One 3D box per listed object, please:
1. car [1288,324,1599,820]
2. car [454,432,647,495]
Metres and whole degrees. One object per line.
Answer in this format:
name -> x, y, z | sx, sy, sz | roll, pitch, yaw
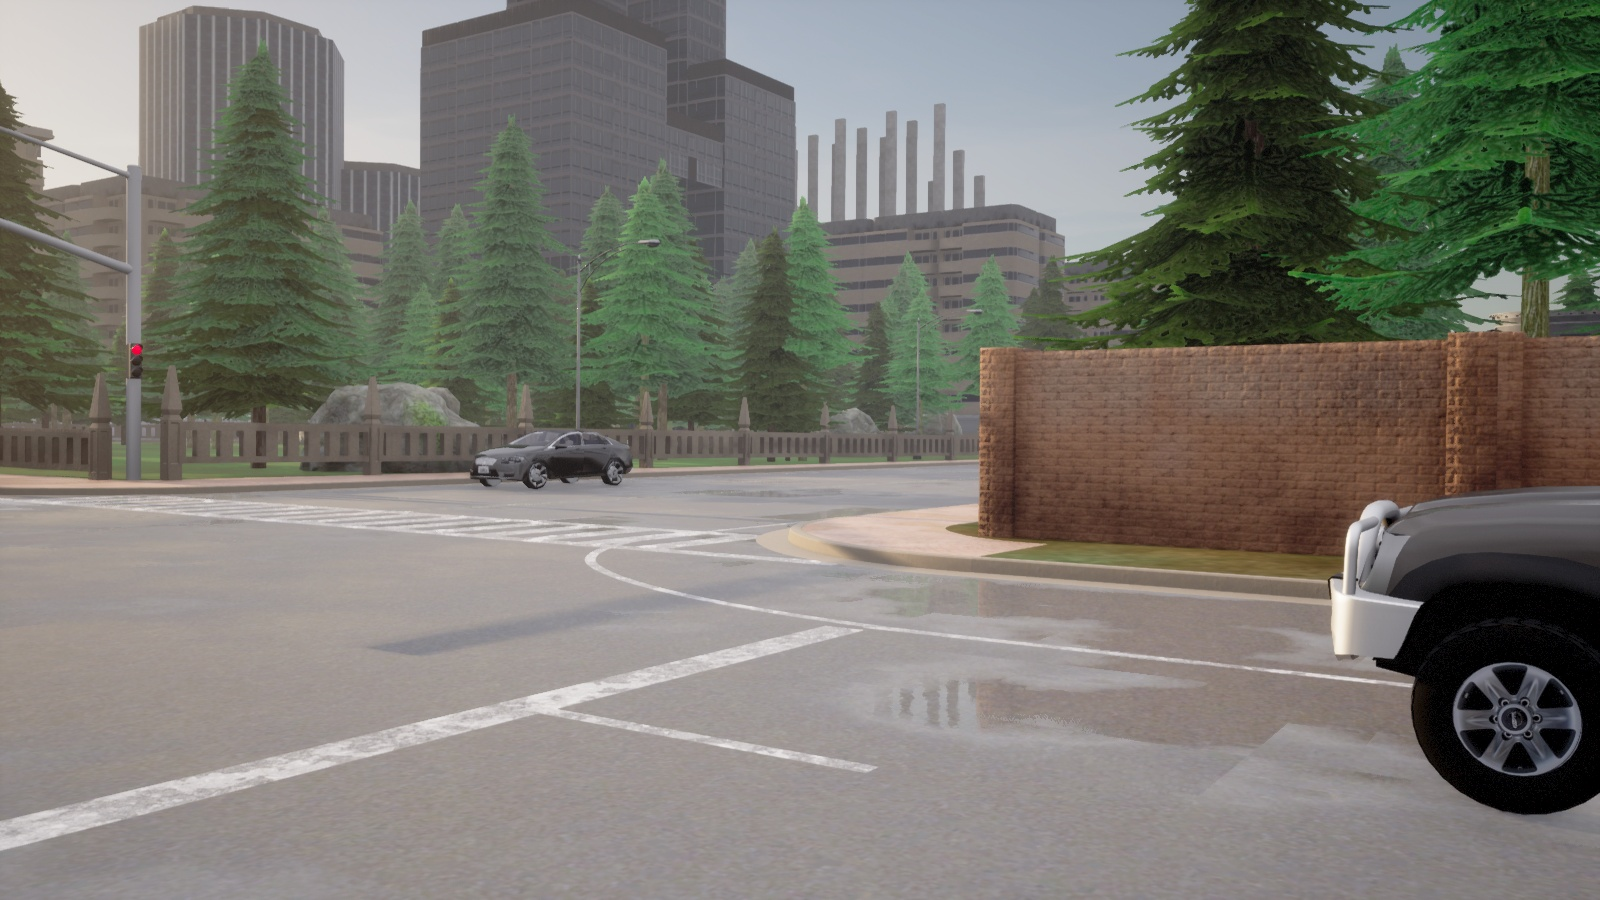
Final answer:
car -> 4.514, 0.442, 4.821 | 4.605, 1.855, 1.932 | 0, 1, 34
car -> -6.463, 0.290, 33.070 | 2.128, 1.511, 4.902 | 0, 1, 33
